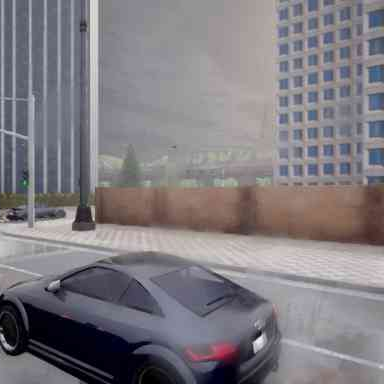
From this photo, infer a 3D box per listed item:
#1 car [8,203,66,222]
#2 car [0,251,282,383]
[{"bbox_3d":[-12.140,1.564,26.246,1.994,1.385,4.181,0,0,35],"label":"car"},{"bbox_3d":[-0.930,1.564,4.665,4.181,1.385,1.994,0,0,35],"label":"car"}]
